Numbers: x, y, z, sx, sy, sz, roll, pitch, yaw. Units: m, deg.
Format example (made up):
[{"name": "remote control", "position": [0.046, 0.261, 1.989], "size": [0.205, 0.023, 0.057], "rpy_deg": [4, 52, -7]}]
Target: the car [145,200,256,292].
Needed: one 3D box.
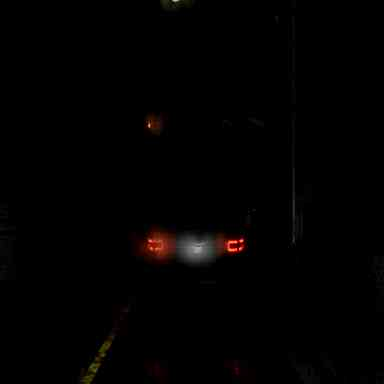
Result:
[{"name": "car", "position": [0.079, 1.222, 9.066], "size": [2.150, 2.045, 5.566], "rpy_deg": [0, 0, 0]}]

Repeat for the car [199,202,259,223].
[{"name": "car", "position": [2.867, 1.561, 26.044], "size": [4.181, 1.385, 1.994], "rpy_deg": [0, 0, -20]}]
